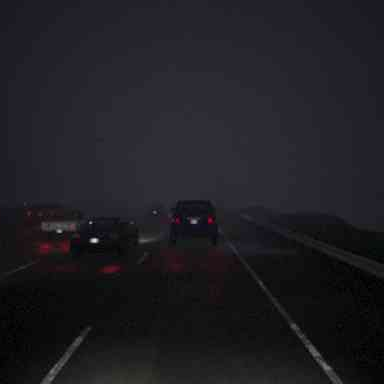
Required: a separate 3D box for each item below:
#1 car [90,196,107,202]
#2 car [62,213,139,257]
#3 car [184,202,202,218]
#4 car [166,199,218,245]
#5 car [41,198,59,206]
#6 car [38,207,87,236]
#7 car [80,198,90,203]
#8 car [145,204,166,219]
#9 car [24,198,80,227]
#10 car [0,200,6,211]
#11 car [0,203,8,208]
[{"bbox_3d":[-21.018,1.922,76.405,2.150,2.045,5.566,0,-1,0],"label":"car"},{"bbox_3d":[-3.405,1.689,13.618,1.994,1.385,4.181,0,-1,0],"label":"car"},{"bbox_3d":[0.092,1.826,35.207,1.837,1.490,4.892,0,-1,0],"label":"car"},{"bbox_3d":[0.107,1.374,16.669,2.150,2.045,5.566,0,-1,0],"label":"car"},{"bbox_3d":[-31.517,2.151,73.760,1.882,1.535,5.008,0,-1,0],"label":"car"},{"bbox_3d":[-6.904,1.780,19.545,1.895,1.301,4.718,0,-1,0],"label":"car"},{"bbox_3d":[-27.942,2.222,86.488,2.033,1.411,5.357,0,-1,1],"label":"car"},{"bbox_3d":[-3.408,1.861,32.516,1.994,1.385,4.181,0,-1,0],"label":"car"},{"bbox_3d":[-10.406,1.580,24.885,2.097,1.767,4.553,0,-1,0],"label":"car"},{"bbox_3d":[-28.085,1.910,45.781,2.128,1.511,4.902,0,-1,0],"label":"car"},{"bbox_3d":[-21.102,1.793,34.401,1.882,1.535,5.008,0,-1,0],"label":"car"}]
